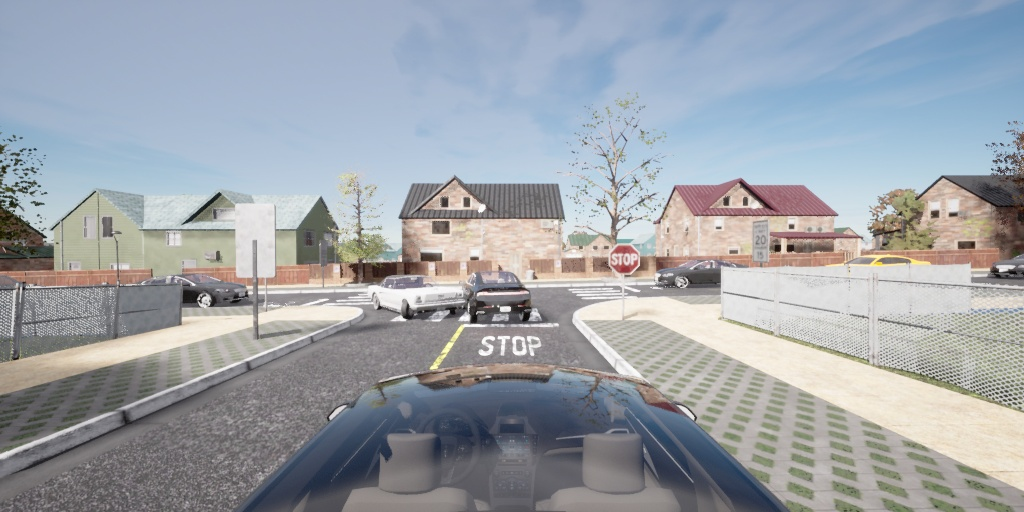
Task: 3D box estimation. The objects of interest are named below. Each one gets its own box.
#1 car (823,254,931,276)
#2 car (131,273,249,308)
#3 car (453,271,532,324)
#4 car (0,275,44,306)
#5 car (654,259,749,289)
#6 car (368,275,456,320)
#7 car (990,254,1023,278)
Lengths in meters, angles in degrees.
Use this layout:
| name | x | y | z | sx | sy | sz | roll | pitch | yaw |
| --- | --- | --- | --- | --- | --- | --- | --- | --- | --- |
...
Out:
| name | x | y | z | sx | sy | sz | roll | pitch | yaw |
| --- | --- | --- | --- | --- | --- | --- | --- | --- | --- |
| car | 19.761 | 0.690 | 19.607 | 5.008 | 1.535 | 1.882 | -1 | 1 | -1 |
| car | -14.902 | 1.566 | 16.518 | 4.902 | 1.511 | 2.128 | -1 | 1 | 0 |
| car | -0.685 | 1.242 | 12.162 | 2.128 | 1.511 | 4.902 | 0 | 0 | -12 |
| car | -24.239 | 1.648 | 16.477 | 4.553 | 1.767 | 2.097 | -1 | 1 | 0 |
| car | 10.331 | 0.925 | 19.570 | 4.902 | 1.511 | 2.128 | -1 | 1 | 0 |
| car | -3.602 | 1.368 | 13.022 | 1.895 | 1.301 | 4.718 | 0 | 0 | -38 |
| car | 29.386 | 0.477 | 19.643 | 4.902 | 1.511 | 2.128 | -1 | 1 | 0 |
